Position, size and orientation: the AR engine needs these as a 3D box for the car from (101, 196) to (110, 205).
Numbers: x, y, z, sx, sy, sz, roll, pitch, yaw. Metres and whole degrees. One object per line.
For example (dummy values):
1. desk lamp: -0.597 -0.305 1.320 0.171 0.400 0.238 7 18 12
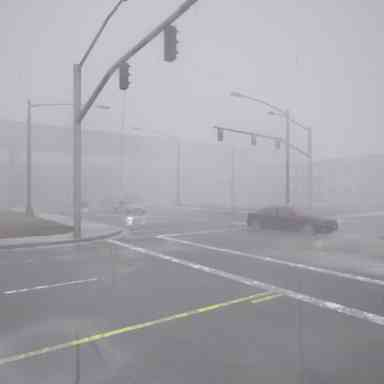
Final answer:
1. car: -14.949 1.526 59.828 1.812 1.442 4.674 0 0 3

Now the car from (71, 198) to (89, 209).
1. car: -15.659 1.547 46.330 2.033 1.411 5.357 0 0 -26

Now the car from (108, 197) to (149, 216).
1. car: -6.301 1.525 32.965 1.812 1.442 4.674 0 0 -36

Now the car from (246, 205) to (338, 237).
1. car: 5.306 1.464 18.179 1.882 1.535 5.008 -1 0 -43

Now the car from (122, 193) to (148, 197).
1. car: -12.256 1.223 69.394 2.150 2.045 5.566 0 0 30
